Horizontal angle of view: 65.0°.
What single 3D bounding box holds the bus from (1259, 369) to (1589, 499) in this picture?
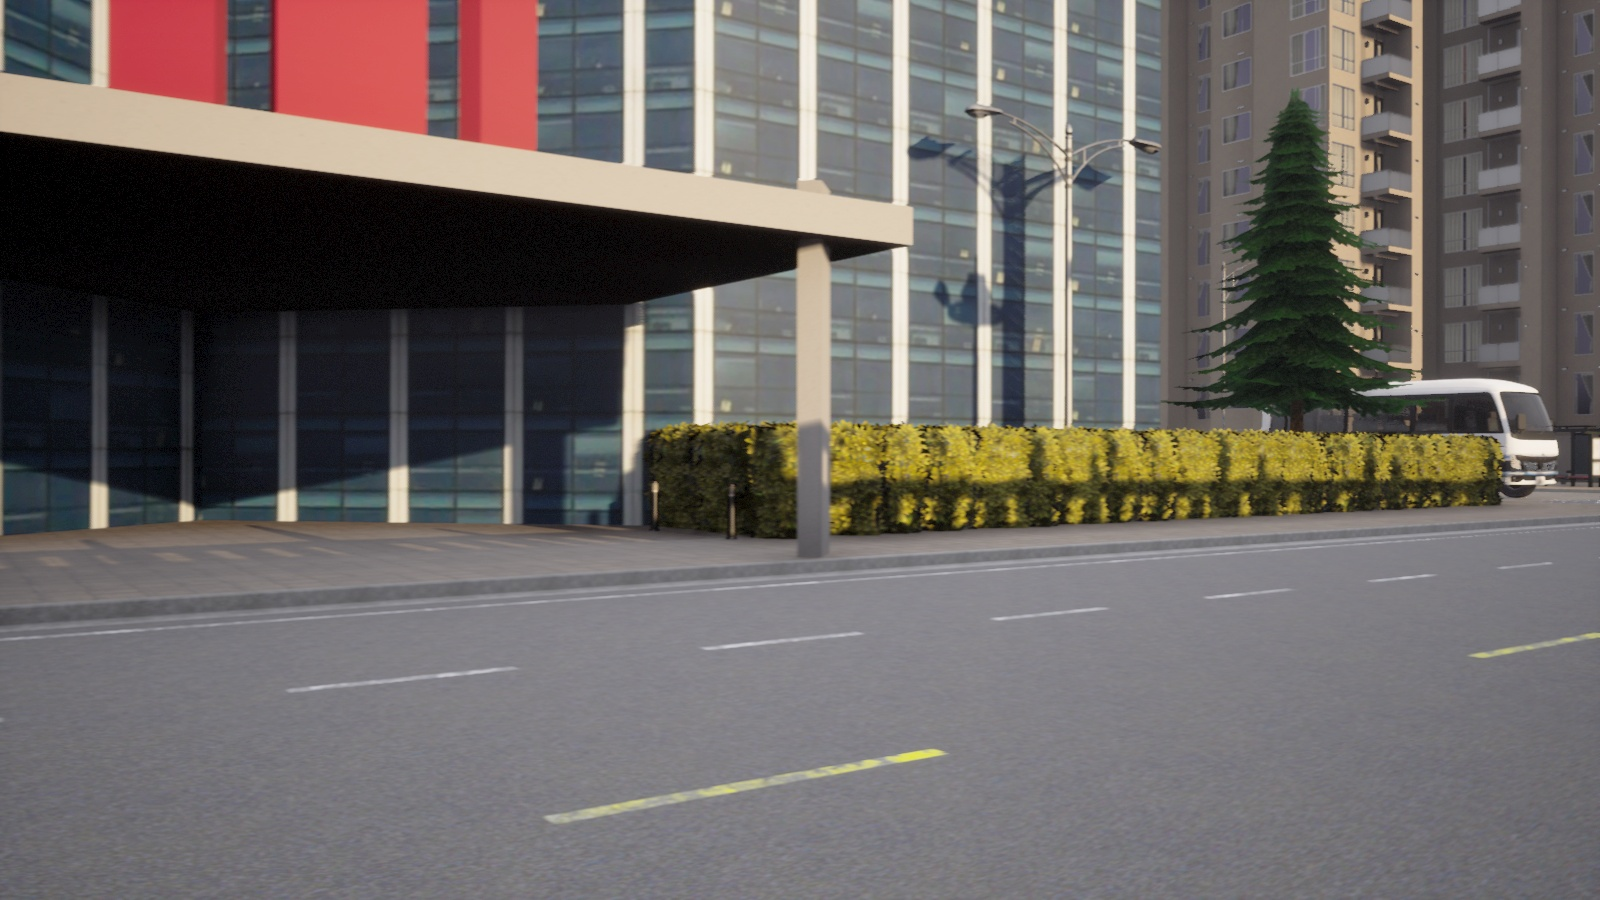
[{"bbox_3d":[22.633,-0.510,46.349,3.944,4.253,10.273,0,0,-35],"label":"bus"}]
